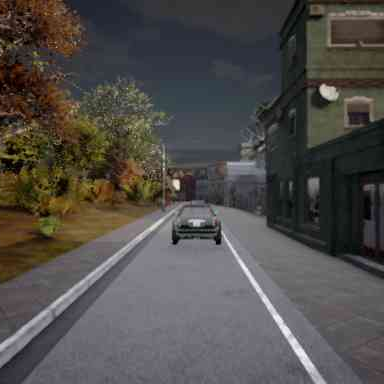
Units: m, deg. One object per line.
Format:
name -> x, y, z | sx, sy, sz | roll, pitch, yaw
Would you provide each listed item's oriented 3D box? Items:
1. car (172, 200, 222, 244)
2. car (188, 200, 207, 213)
car -> 0.221, 1.336, 15.727 | 2.097, 1.767, 4.553 | 0, 0, 1
car -> 0.633, 1.563, 36.880 | 1.895, 1.301, 4.718 | 0, 0, 1
